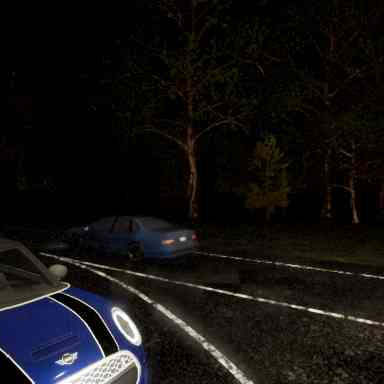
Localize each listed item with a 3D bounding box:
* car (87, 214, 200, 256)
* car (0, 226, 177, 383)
[{"bbox_3d":[-2.306,1.499,11.726,5.357,1.411,2.033,0,0,36],"label":"car"},{"bbox_3d":[-2.654,1.338,3.766,4.553,1.767,2.097,1,0,35],"label":"car"}]
